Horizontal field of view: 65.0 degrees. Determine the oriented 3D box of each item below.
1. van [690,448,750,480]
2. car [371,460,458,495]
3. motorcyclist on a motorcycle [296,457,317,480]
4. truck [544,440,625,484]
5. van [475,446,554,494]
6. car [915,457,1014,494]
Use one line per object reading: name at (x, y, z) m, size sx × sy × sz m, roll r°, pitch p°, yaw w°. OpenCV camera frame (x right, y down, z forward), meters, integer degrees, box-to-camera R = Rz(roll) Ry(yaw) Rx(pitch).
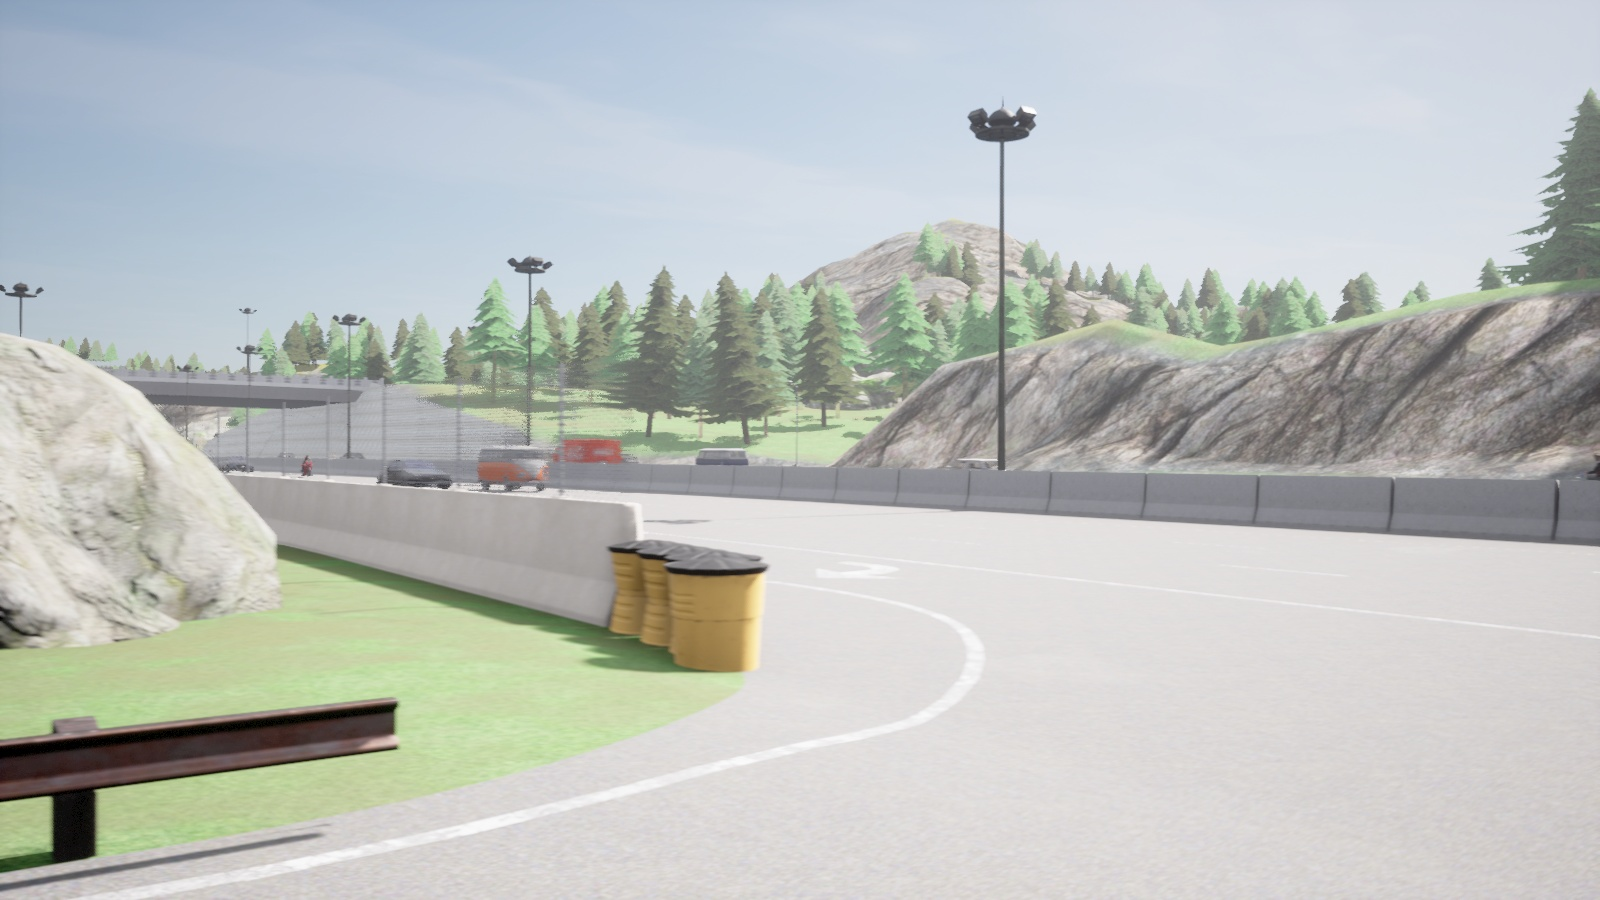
van at (-5.161, 0.903, 80.482) m, size 1.775 × 1.987 × 4.442 m, roll 0°, pitch 0°, yaw -35°
car at (-16.827, 1.158, 54.600) m, size 2.033 × 1.411 × 5.357 m, roll 0°, pitch 0°, yaw -35°
motorcyclist on a motorcycle at (-32.543, 1.195, 82.766) m, size 0.797 × 1.523 × 2.044 m, roll 0°, pitch 0°, yaw -35°
truck at (-12.549, 0.659, 72.752) m, size 2.627 × 2.467 × 5.204 m, roll 0°, pitch 0°, yaw -35°
van at (-12.434, 0.854, 54.459) m, size 1.775 × 1.987 × 4.442 m, roll 0°, pitch 0°, yaw -35°
car at (6.738, 1.019, 51.648) m, size 1.970 × 1.475 × 3.806 m, roll 0°, pitch 0°, yaw -35°
